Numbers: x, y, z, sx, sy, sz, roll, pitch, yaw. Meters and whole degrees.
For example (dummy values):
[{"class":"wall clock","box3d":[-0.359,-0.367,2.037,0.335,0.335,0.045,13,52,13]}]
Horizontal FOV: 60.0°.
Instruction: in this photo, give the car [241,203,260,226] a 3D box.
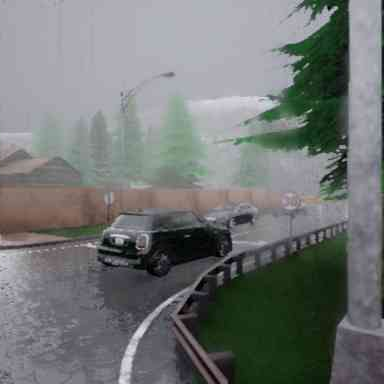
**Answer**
[{"class":"car","box3d":[2.419,1.398,20.188,2.128,1.511,4.902,0,0,37]}]

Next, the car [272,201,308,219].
[{"class":"car","box3d":[8.429,1.406,28.278,1.812,1.442,4.674,0,0,37]}]

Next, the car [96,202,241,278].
[{"class":"car","box3d":[-0.607,1.295,10.357,2.097,1.767,4.553,0,0,37]}]
